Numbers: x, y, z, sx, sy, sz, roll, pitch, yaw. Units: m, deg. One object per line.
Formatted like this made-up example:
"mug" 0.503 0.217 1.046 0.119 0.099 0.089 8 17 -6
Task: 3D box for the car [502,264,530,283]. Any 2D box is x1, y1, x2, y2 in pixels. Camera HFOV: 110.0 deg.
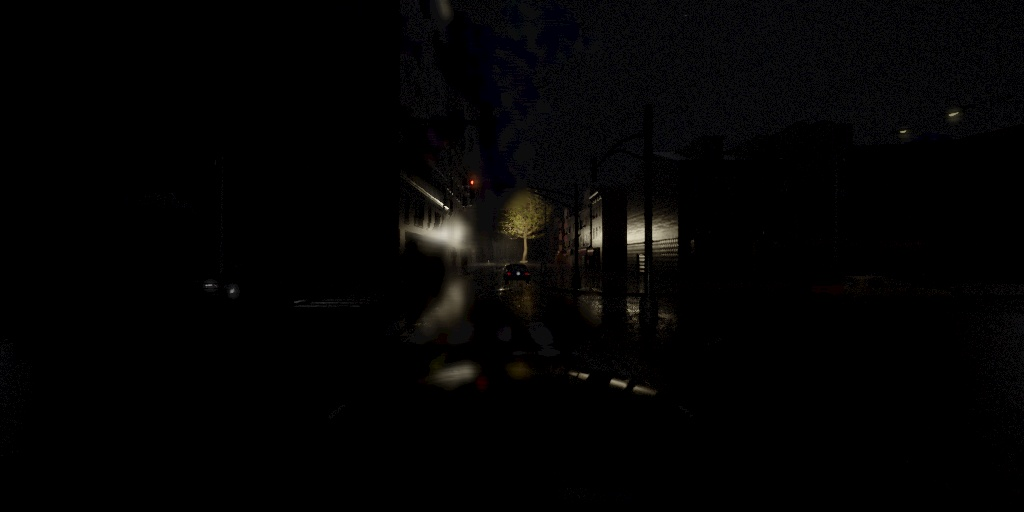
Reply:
"car" 0.301 1.285 27.482 2.033 1.411 5.357 0 0 -3

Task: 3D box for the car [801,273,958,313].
"car" 13.903 1.346 13.670 4.829 1.417 1.751 0 0 0

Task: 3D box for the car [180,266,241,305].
"car" -13.776 1.165 14.552 4.902 1.511 2.128 0 0 0
